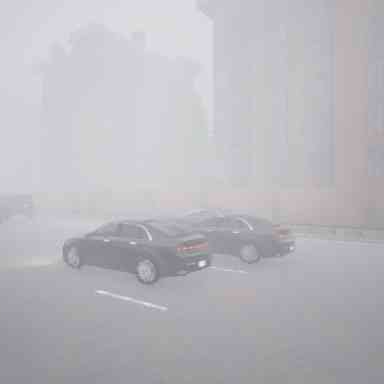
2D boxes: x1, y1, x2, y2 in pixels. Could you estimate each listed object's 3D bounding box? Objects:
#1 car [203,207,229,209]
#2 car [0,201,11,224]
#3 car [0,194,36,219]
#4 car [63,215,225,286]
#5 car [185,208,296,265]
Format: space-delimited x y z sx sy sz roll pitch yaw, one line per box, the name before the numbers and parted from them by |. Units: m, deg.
car | 0.762 1.491 16.343 4.902 1.511 2.128 0 0 35
car | -15.021 1.506 23.296 4.892 1.490 1.837 1 0 35
car | -15.342 1.220 27.825 5.566 2.045 2.150 0 0 35
car | -1.712 1.504 9.511 4.892 1.490 1.837 0 0 35
car | 1.141 1.504 11.774 4.892 1.490 1.837 0 0 35
